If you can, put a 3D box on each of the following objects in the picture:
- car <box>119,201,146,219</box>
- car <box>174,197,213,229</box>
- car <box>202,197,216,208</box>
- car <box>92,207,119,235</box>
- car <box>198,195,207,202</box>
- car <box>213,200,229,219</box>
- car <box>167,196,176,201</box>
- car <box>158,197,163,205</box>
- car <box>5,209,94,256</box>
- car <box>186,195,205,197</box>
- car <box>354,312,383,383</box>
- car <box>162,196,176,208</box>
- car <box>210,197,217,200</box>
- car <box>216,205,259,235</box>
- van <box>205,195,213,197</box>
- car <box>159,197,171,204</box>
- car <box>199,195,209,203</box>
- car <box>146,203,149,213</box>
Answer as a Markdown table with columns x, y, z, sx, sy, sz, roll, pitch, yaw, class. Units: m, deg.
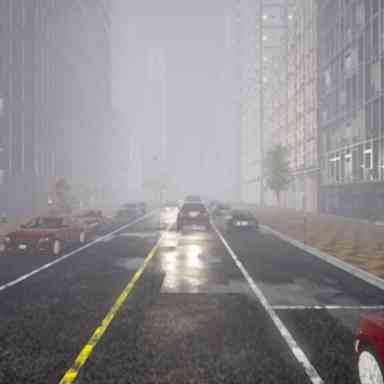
| x | y | z | sx | sy | sz | roll | pitch | yaw | class |
| --- | --- | --- | --- | --- | --- | --- | --- | --- | --- |
| -5.692 | 1.662 | 30.498 | 1.887 | 1.381 | 4.507 | 0 | 0 | 0 | car |
| 0.098 | 1.440 | 22.350 | 2.097 | 1.767 | 4.553 | 0 | 0 | 0 | car |
| 2.687 | 1.631 | 53.260 | 1.967 | 1.590 | 4.097 | 0 | 0 | 0 | car |
| -5.691 | 1.658 | 19.113 | 1.802 | 1.307 | 4.206 | 0 | 0 | 0 | car |
| 2.684 | 1.596 | 87.414 | 2.192 | 1.841 | 5.009 | 0 | 0 | 0 | car |
| 2.689 | 1.683 | 30.490 | 1.947 | 1.339 | 4.313 | 0 | 0 | 0 | car |
| -5.699 | 1.845 | 93.116 | 2.008 | 1.369 | 4.403 | 0 | 0 | 0 | car |
| -5.695 | 1.748 | 64.483 | 1.752 | 1.417 | 4.829 | 0 | 0 | 0 | car |
| -5.690 | 1.600 | 13.419 | 1.887 | 1.381 | 4.507 | 0 | 0 | 0 | car |
| 0.094 | 1.374 | 40.524 | 2.150 | 2.045 | 5.566 | 0 | 0 | 0 | car |
| 2.692 | 1.554 | 2.030 | 1.887 | 1.381 | 4.507 | 0 | 0 | 0 | car |
| -3.076 | 1.752 | 52.383 | 1.994 | 1.385 | 4.181 | 0 | 0 | 0 | car |
| 2.688 | 1.722 | 41.875 | 1.947 | 1.339 | 4.313 | 0 | 0 | 0 | car |
| 2.690 | 1.642 | 19.106 | 1.947 | 1.339 | 4.313 | 0 | 0 | 0 | car |
| 2.688 | 1.515 | 47.569 | 1.690 | 1.788 | 3.998 | 0 | 0 | 0 | van |
| -5.696 | 1.789 | 70.347 | 2.008 | 1.369 | 4.403 | 0 | 0 | 0 | car |
| 2.685 | 1.568 | 76.029 | 2.192 | 1.841 | 5.009 | 0 | 0 | 0 | car |
| -5.693 | 1.703 | 36.190 | 1.947 | 1.339 | 4.313 | 0 | 0 | 0 | car |
